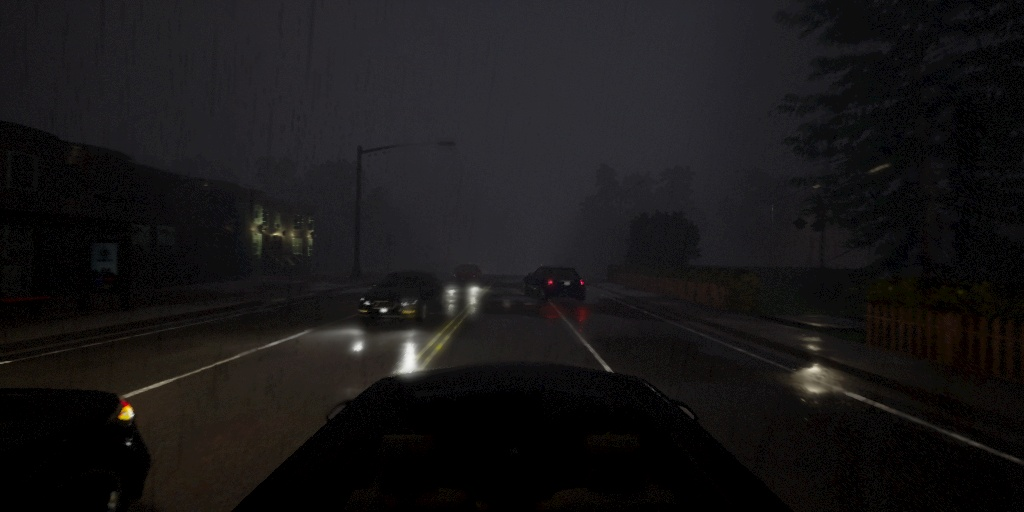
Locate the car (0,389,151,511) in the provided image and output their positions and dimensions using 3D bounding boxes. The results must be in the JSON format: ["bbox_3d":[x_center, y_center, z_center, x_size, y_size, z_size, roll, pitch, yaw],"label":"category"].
[{"bbox_3d":[-3.595,1.226,0.797,1.994,1.385,4.181,1,-1,0],"label":"car"}]

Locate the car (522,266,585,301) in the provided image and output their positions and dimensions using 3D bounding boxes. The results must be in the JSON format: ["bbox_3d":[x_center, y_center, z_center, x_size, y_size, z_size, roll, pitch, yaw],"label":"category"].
[{"bbox_3d":[2.040,1.295,18.796,2.097,1.767,4.553,1,0,-15],"label":"car"}]

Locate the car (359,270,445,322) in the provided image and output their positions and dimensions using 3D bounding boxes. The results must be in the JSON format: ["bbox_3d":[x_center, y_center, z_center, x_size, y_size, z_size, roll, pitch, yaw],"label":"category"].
[{"bbox_3d":[-3.543,1.266,12.378,1.837,1.490,4.892,1,0,0],"label":"car"}]

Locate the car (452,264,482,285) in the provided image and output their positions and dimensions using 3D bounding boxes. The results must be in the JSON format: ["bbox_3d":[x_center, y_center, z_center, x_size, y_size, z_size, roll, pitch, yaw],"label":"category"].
[{"bbox_3d":[-3.403,1.376,27.820,1.882,1.535,5.008,1,-1,1],"label":"car"}]
